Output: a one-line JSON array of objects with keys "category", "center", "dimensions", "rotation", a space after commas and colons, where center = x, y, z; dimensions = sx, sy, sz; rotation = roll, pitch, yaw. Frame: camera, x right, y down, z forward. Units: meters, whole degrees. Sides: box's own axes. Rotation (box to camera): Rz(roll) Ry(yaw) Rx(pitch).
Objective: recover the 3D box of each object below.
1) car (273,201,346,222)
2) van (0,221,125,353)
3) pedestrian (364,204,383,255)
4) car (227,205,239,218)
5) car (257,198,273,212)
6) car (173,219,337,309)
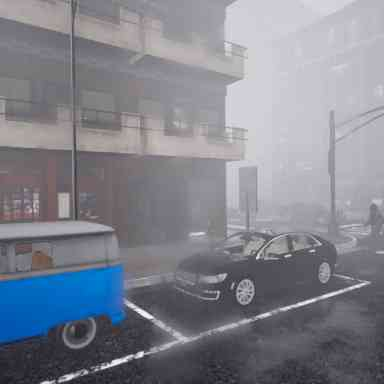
[{"category": "car", "center": [8.707, 1.458, 24.408], "dimensions": [1.837, 1.490, 4.892], "rotation": [-1, 1, -37]}, {"category": "van", "center": [-2.917, 1.341, 4.496], "dimensions": [3.998, 1.788, 1.690], "rotation": [0, -1, -36]}, {"category": "pedestrian", "center": [6.460, 1.290, 11.743], "dimensions": [0.375, 1.860, 0.375], "rotation": [-1, 0, -36]}, {"category": "car", "center": [2.151, 1.507, 28.916], "dimensions": [1.887, 1.381, 4.507], "rotation": [-1, 1, -35]}, {"category": "car", "center": [7.313, 1.357, 36.581], "dimensions": [1.887, 1.381, 4.507], "rotation": [-1, 1, -35]}, {"category": "car", "center": [1.623, 1.549, 7.739], "dimensions": [4.403, 1.369, 2.008], "rotation": [0, -1, -36]}]
